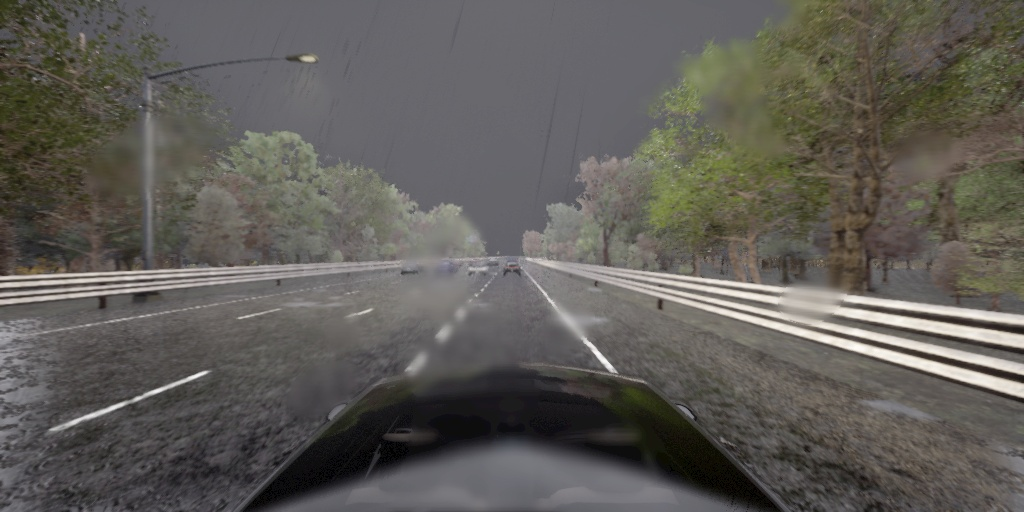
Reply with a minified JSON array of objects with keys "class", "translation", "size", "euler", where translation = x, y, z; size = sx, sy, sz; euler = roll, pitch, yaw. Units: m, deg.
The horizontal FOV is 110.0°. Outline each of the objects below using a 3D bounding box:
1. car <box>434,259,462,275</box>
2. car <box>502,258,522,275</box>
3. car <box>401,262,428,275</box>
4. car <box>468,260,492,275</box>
[{"class":"car","translation":[-6.982,1.290,38.797],"size":[1.812,1.442,4.674],"euler":[0,0,0]},{"class":"car","translation":[0.018,1.272,38.485],"size":[1.837,1.490,4.892],"euler":[0,1,0]},{"class":"car","translation":[-10.484,1.329,38.748],"size":[1.994,1.385,4.181],"euler":[0,0,1]},{"class":"car","translation":[-3.487,1.366,38.236],"size":[1.895,1.301,4.718],"euler":[0,0,0]}]
